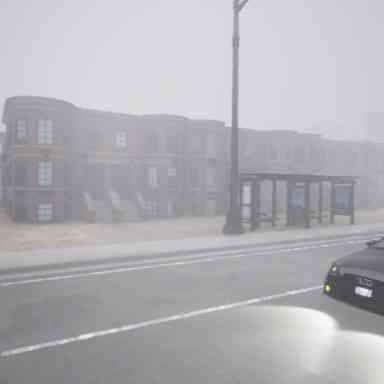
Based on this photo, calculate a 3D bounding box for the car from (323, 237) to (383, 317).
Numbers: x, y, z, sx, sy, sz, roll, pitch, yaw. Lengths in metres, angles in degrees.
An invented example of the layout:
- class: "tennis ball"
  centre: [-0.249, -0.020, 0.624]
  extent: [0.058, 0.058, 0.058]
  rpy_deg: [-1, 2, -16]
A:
- class: "car"
  centre: [4.602, 1.494, 6.578]
  extent: [4.181, 1.385, 1.994]
  rpy_deg: [0, 1, -30]
